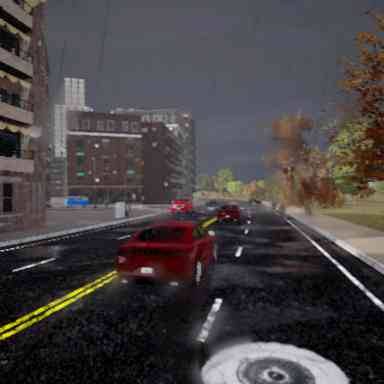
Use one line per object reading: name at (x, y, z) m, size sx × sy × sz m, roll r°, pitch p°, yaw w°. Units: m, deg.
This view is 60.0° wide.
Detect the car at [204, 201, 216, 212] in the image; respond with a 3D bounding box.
car at (2.899, 2.014, 45.611) m, size 1.812 × 1.442 × 4.674 m, roll -1°, pitch -1°, yaw 9°

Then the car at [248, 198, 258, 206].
car at (13.213, 2.111, 72.332) m, size 1.882 × 1.535 × 5.008 m, roll -1°, pitch -1°, yaw 7°

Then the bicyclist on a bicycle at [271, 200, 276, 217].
bicyclist on a bicycle at (8.451, 1.658, 34.213) m, size 0.659 × 1.776 × 1.843 m, roll -1°, pitch 0°, yaw 10°

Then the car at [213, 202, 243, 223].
car at (3.213, 1.751, 28.014) m, size 1.882 × 1.535 × 5.008 m, roll -1°, pitch -1°, yaw 11°

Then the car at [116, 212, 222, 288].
car at (-0.461, 1.588, 9.710) m, size 1.882 × 1.535 × 5.008 m, roll -1°, pitch -1°, yaw 12°

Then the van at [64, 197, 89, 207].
van at (-19.946, 1.707, 57.813) m, size 3.998 × 1.788 × 1.690 m, roll 1°, pitch -2°, yaw -20°

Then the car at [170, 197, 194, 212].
car at (-1.114, 1.681, 41.457) m, size 2.150 × 2.045 × 5.566 m, roll -1°, pitch -1°, yaw 10°

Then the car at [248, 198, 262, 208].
car at (11.786, 2.021, 60.666) m, size 2.128 × 1.511 × 4.902 m, roll -1°, pitch -1°, yaw 8°

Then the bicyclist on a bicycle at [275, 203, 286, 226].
bicyclist on a bicycle at (6.663, 1.655, 24.468) m, size 0.582 × 1.620 × 1.656 m, roll -1°, pitch -1°, yaw 11°

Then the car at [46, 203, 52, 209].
car at (-22.449, 1.845, 47.966) m, size 4.206 × 1.307 × 1.802 m, roll 1°, pitch -2°, yaw -20°
